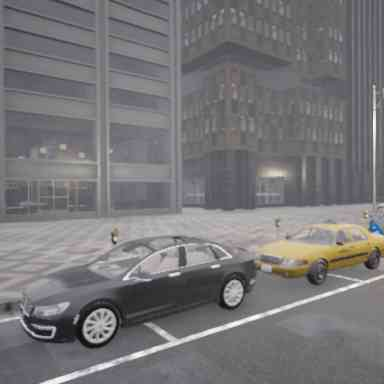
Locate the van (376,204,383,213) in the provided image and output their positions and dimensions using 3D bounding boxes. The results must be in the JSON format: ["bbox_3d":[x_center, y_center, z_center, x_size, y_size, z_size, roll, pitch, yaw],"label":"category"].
[{"bbox_3d":[8.461,1.273,12.735,3.998,1.788,1.690,0,0,-36],"label":"van"}]

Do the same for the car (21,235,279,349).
[{"bbox_3d":[-0.702,1.540,6.157,4.403,1.369,2.008,0,0,-36],"label":"car"}]

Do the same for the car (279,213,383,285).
[{"bbox_3d":[3.742,1.486,9.347,4.829,1.417,1.752,0,0,-36],"label":"car"}]
